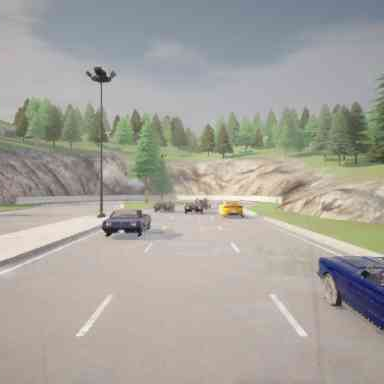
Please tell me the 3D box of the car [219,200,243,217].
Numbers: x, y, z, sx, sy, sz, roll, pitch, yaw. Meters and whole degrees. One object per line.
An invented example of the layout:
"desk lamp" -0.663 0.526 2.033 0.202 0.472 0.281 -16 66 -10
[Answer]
"car" 3.633 1.477 31.298 1.882 1.535 5.008 0 0 1

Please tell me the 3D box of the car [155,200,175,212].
"car" -3.083 1.601 38.565 1.895 1.301 4.718 0 0 4

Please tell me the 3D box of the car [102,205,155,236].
"car" -3.405 1.601 18.225 1.895 1.301 4.718 0 0 0

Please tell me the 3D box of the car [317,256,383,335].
"car" 3.599 1.600 5.019 1.895 1.301 4.718 0 0 0

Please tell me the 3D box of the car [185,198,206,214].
"car" 0.254 1.601 35.366 1.895 1.301 4.718 0 0 2

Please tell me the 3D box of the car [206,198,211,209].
"car" 1.388 1.491 44.566 2.128 1.511 4.902 0 0 12
